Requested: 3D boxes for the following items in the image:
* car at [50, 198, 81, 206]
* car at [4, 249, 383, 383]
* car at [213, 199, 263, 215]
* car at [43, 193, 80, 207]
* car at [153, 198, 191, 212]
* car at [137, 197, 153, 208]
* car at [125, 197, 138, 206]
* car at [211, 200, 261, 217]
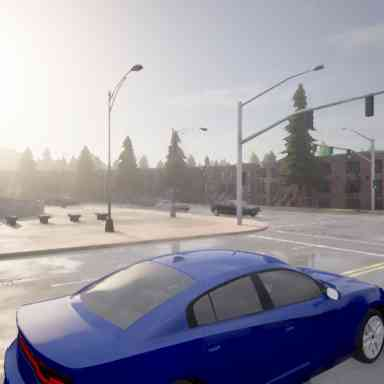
[{"bbox_3d":[-21.166,1.656,55.711,4.718,1.301,1.895,0,0,16],"label":"car"},{"bbox_3d":[0.528,1.478,4.175,5.008,1.535,1.882,0,0,-35],"label":"car"},{"bbox_3d":[4.782,1.547,35.268,2.033,1.411,5.357,0,0,-36],"label":"car"},{"bbox_3d":[-20.508,1.226,51.733,5.566,2.045,2.150,0,0,20],"label":"car"},{"bbox_3d":[-2.190,1.601,38.617,1.895,1.301,4.718,0,0,-39],"label":"car"},{"bbox_3d":[-4.822,1.547,46.534,5.357,1.411,2.033,0,0,41],"label":"car"},{"bbox_3d":[-8.561,1.505,53.705,4.892,1.490,1.837,0,0,33],"label":"car"},{"bbox_3d":[3.823,1.478,30.620,1.882,1.535,5.008,0,0,-36],"label":"car"}]
